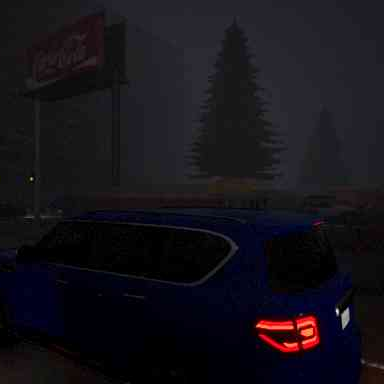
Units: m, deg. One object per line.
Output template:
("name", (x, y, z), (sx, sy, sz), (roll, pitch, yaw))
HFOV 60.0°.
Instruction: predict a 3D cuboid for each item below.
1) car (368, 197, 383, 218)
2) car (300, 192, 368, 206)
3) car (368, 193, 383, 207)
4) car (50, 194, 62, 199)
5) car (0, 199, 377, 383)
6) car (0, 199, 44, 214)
("car", (11.109, 1.338, 24.067), (4.193, 1.474, 1.816), (0, 0, 35))
("car", (9.169, 1.149, 22.010), (3.866, 1.878, 1.905), (0, 0, 35))
("car", (26.613, 1.285, 47.798), (3.988, 1.617, 1.851), (0, 0, 35))
("car", (-13.986, 1.222, 36.249), (2.150, 2.045, 5.566), (0, 0, 35))
("car", (-0.795, 1.221, 4.566), (5.566, 2.045, 2.150), (0, 0, 36))
("car", (-18.602, 1.526, 35.781), (1.812, 1.442, 4.674), (0, 0, 35))
